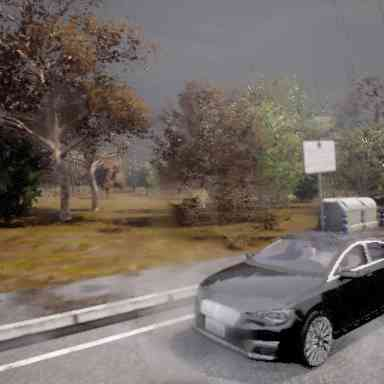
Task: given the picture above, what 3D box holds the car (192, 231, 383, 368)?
[{"bbox_3d":[2.228,1.504,5.867,4.902,1.511,2.128,0,0,-38],"label":"car"}]
